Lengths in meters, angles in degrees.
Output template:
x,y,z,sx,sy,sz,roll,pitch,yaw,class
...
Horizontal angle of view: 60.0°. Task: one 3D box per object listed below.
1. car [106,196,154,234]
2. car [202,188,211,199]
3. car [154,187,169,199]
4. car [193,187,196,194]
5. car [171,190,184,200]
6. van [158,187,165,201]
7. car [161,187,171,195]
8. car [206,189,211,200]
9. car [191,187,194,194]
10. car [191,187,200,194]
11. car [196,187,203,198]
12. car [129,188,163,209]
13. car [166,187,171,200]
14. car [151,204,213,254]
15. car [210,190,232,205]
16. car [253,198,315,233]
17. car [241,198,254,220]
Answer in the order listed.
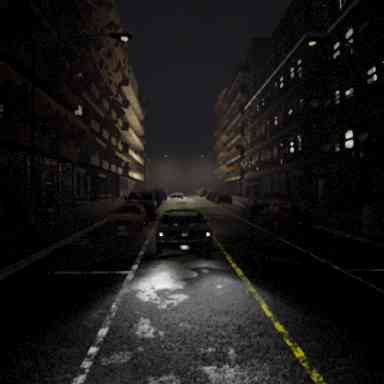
x,y,z,sx,sy,sz,roll,pitch,yaw,class
-3.104,1.161,16.607,1.752,1.417,4.829,2,1,-3,car
3.111,0.433,50.244,1.967,1.590,4.097,1,1,-3,car
-5.043,0.177,55.429,2.192,1.841,5.009,2,1,-3,car
1.962,0.021,72.336,1.967,1.590,4.097,1,1,-3,car
-2.380,0.443,53.035,1.812,1.442,4.674,0,1,-3,car
-3.936,0.632,33.339,1.690,1.788,3.998,2,1,-3,van
-6.427,-0.324,83.043,2.192,1.841,5.009,2,1,-3,car
3.378,0.644,44.722,1.887,1.381,4.507,1,1,-3,car
1.405,-0.032,83.385,1.802,1.307,4.206,1,1,-3,car
0.858,-0.486,94.428,2.192,1.841,5.009,1,1,-3,car
2.519,0.098,61.286,2.192,1.841,5.009,1,1,-3,car
-3.382,0.832,22.296,2.192,1.841,5.009,2,1,-3,car
-4.766,0.282,49.907,2.192,1.841,5.009,2,1,-3,car
-0.341,1.335,12.366,1.895,1.301,4.718,0,1,-3,car
3.654,0.752,39.200,1.887,1.381,4.507,1,1,-3,car
4.761,1.202,17.109,1.887,1.381,4.507,2,1,-3,car
4.484,1.093,22.632,2.008,1.369,4.403,2,1,-3,car
